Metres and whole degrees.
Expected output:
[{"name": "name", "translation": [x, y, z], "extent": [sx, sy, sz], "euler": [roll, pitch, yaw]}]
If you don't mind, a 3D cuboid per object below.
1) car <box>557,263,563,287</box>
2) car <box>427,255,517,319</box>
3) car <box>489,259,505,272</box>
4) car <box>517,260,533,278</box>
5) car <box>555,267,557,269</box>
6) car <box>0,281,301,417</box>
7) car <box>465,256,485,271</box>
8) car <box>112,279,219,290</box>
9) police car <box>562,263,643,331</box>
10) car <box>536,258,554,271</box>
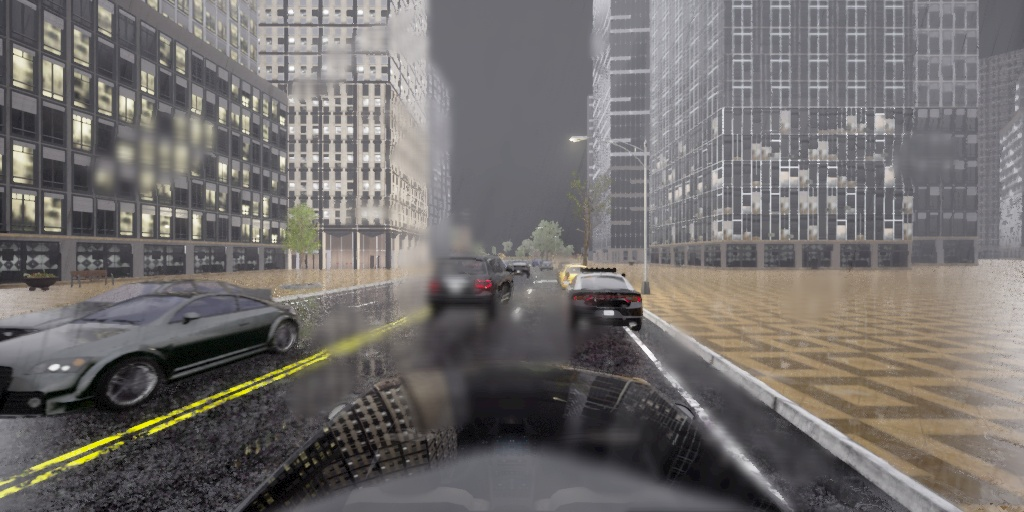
[{"name": "car", "translation": [3.847, 1.207, 21.436], "extent": [1.801, 1.575, 5.366], "euler": [0, 0, 6]}, {"name": "car", "translation": [-1.290, 0.974, 13.086], "extent": [2.150, 2.045, 5.566], "euler": [0, 0, 7]}, {"name": "car", "translation": [-2.022, 1.239, 48.893], "extent": [1.882, 1.535, 5.008], "euler": [0, 0, 1]}, {"name": "car", "translation": [0.767, 1.231, 34.695], "extent": [1.882, 1.535, 5.008], "euler": [0, 0, 4]}, {"name": "car", "translation": [4.393, 1.257, 27.315], "extent": [1.837, 1.490, 4.892], "euler": [0, 0, 5]}, {"name": "car", "translation": [-5.730, 1.314, 6.042], "extent": [1.994, 1.385, 4.181], "euler": [0, 0, 8]}, {"name": "car", "translation": [-5.207, 0.985, 51.019], "extent": [2.150, 2.045, 5.566], "euler": [0, 0, 1]}, {"name": "car", "translation": [-8.583, 1.298, 8.922], "extent": [2.033, 1.411, 5.357], "euler": [0, 0, 8]}, {"name": "police car", "translation": [2.681, 1.175, 11.263], "extent": [1.930, 1.638, 5.238], "euler": [0, 0, 7]}, {"name": "car", "translation": [4.691, 1.307, 48.727], "extent": [2.033, 1.411, 5.357], "euler": [0, 0, 1]}]
